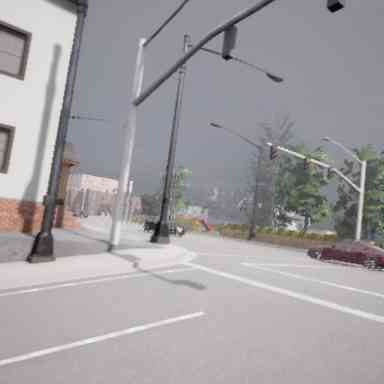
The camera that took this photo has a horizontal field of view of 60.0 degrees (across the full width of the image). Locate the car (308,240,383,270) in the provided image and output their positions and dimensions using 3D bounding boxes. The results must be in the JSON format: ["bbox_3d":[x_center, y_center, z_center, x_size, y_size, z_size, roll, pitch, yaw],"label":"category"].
[{"bbox_3d":[9.019,3.484,18.984,4.674,1.442,1.812,2,-6,45],"label":"car"}]

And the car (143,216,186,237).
[{"bbox_3d":[-2.405,2.912,28.707,2.128,1.511,4.902,11,-6,-36],"label":"car"}]

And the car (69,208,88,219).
[{"bbox_3d":[-16.408,3.036,47.941,1.994,1.385,4.181,11,-7,-35],"label":"car"}]
